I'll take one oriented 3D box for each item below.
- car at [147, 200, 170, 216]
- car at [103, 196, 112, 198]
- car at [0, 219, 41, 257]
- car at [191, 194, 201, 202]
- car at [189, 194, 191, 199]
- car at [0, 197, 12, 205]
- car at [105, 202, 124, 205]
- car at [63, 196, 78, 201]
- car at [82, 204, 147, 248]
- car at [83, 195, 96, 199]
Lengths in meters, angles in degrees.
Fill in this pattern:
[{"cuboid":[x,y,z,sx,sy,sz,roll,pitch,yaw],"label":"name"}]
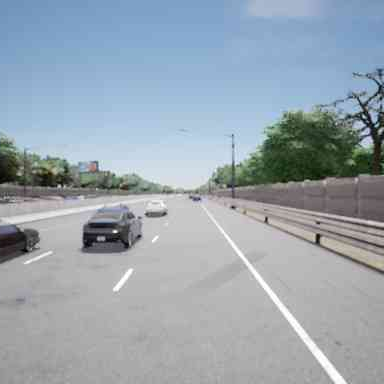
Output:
[{"cuboid":[-3.407,1.515,32.760,1.812,1.442,4.674,0,0,0],"label":"car"},{"cuboid":[-17.516,1.518,69.758,1.812,1.442,4.674,0,0,0],"label":"car"},{"cuboid":[-6.897,1.546,10.681,2.033,1.411,5.357,0,0,0],"label":"car"},{"cuboid":[1.208,1.505,77.990,1.882,1.535,5.008,0,0,0],"label":"car"},{"cuboid":[-0.021,1.396,95.257,1.882,1.535,5.008,0,0,0],"label":"car"},{"cuboid":[-17.602,1.344,29.143,2.097,1.767,4.553,0,0,0],"label":"car"},{"cuboid":[-6.907,1.592,30.070,1.895,1.301,4.718,0,0,0],"label":"car"},{"cuboid":[-24.515,1.508,67.452,1.812,1.442,4.674,0,0,0],"label":"car"},{"cuboid":[-3.404,1.502,14.861,1.837,1.490,4.892,0,0,0],"label":"car"},{"cuboid":[-21.015,1.482,67.870,1.837,1.490,4.892,0,0,0],"label":"car"}]
